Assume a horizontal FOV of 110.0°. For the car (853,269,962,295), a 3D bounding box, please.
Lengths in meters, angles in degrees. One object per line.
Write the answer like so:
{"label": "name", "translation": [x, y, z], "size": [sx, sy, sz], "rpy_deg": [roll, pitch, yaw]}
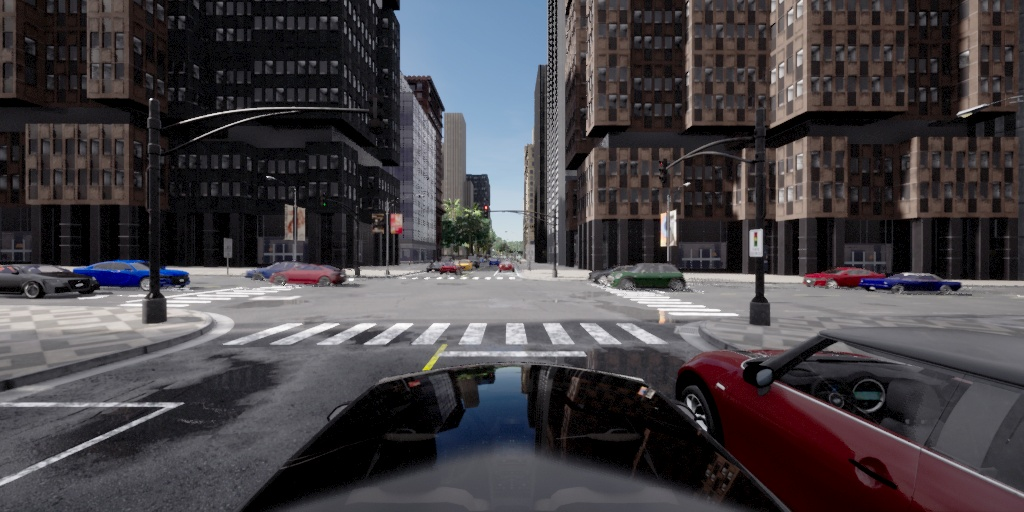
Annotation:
{"label": "car", "translation": [24.868, 1.731, 22.547], "size": [4.718, 1.301, 1.895], "rpy_deg": [1, 0, 0]}

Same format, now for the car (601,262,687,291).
{"label": "car", "translation": [8.305, 1.243, 22.442], "size": [4.553, 1.767, 2.097], "rpy_deg": [1, 0, 0]}

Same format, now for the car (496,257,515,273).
{"label": "car", "translation": [-0.629, 1.193, 43.768], "size": [1.967, 1.591, 4.097], "rpy_deg": [0, 0, 0]}

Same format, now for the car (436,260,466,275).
{"label": "car", "translation": [-6.482, 1.344, 38.539], "size": [1.895, 1.301, 4.718], "rpy_deg": [0, 0, 1]}

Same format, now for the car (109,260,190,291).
{"label": "car", "translation": [-19.838, 0.975, 18.813], "size": [5.008, 1.535, 1.882], "rpy_deg": [1, 0, 0]}

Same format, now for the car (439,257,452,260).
{"label": "car", "translation": [-9.192, 1.080, 49.136], "size": [2.192, 1.841, 5.009], "rpy_deg": [0, 0, 0]}

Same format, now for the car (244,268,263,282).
{"label": "car", "translation": [-15.830, 1.092, 25.541], "size": [5.357, 1.411, 2.033], "rpy_deg": [1, 0, 0]}

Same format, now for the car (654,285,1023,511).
{"label": "car", "translation": [2.763, 1.190, 2.378], "size": [1.967, 1.591, 4.097], "rpy_deg": [0, 0, 0]}

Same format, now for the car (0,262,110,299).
{"label": "car", "translation": [-20.775, 1.052, 15.558], "size": [4.181, 1.385, 1.994], "rpy_deg": [1, 0, 0]}

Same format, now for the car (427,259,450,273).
{"label": "car", "translation": [-9.154, 1.319, 43.711], "size": [1.948, 1.339, 4.313], "rpy_deg": [0, 0, 0]}

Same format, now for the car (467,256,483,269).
{"label": "car", "translation": [-6.588, 1.009, 59.271], "size": [2.150, 2.045, 5.566], "rpy_deg": [0, 0, 0]}

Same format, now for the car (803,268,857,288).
{"label": "car", "translation": [23.834, 1.588, 25.790], "size": [5.008, 1.535, 1.882], "rpy_deg": [1, 0, 0]}

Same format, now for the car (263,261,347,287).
{"label": "car", "translation": [-12.568, 1.158, 22.309], "size": [4.181, 1.385, 1.994], "rpy_deg": [1, 0, 0]}

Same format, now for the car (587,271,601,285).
{"label": "car", "translation": [7.968, 1.387, 25.960], "size": [4.892, 1.490, 1.837], "rpy_deg": [1, 0, 4]}

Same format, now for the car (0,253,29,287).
{"label": "car", "translation": [-28.950, 0.721, 18.755], "size": [4.553, 1.767, 2.097], "rpy_deg": [1, 0, 0]}

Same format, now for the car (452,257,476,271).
{"label": "car", "translation": [-6.522, 1.242, 48.933], "size": [1.882, 1.535, 5.008], "rpy_deg": [0, 0, 0]}
